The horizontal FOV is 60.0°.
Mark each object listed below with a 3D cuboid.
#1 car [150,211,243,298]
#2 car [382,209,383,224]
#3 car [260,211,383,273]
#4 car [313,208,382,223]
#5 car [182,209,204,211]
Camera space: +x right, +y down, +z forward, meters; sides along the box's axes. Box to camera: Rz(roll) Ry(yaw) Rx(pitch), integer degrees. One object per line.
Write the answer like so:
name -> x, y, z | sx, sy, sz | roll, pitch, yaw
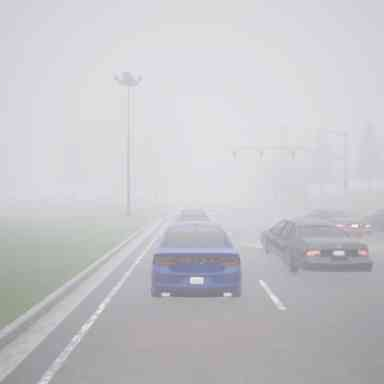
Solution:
car -> 0.086, 1.478, 8.596 | 1.882, 1.535, 5.008 | 0, 0, 0
car -> 10.537, 1.547, 17.081 | 2.033, 1.411, 5.357 | 0, 0, 2
car -> 3.579, 1.548, 10.653 | 2.033, 1.411, 5.357 | 0, 0, 0
car -> 7.101, 1.547, 17.221 | 2.033, 1.411, 5.357 | 0, 0, -3
car -> 0.068, 1.564, 17.382 | 1.994, 1.385, 4.181 | 0, 0, 0
